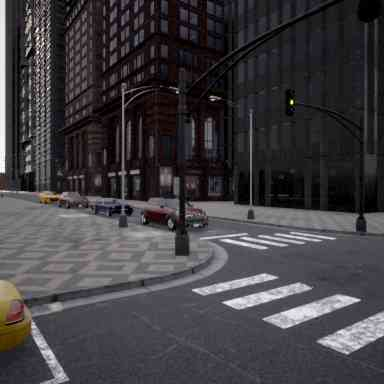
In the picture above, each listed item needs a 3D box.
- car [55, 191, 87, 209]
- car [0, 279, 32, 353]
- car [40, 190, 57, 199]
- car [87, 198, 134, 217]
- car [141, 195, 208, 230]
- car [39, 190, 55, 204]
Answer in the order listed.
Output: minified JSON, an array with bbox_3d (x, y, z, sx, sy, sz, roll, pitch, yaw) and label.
[{"bbox_3d":[-12.213,0.723,34.283,2.097,1.767,4.553,0,1,-36],"label":"car"},{"bbox_3d":[-4.410,1.525,3.503,4.829,1.417,1.752,0,0,-35],"label":"car"},{"bbox_3d":[-24.744,0.465,57.109,1.812,1.442,4.674,0,1,-35],"label":"car"},{"bbox_3d":[-6.342,1.153,26.133,1.895,1.301,4.718,0,1,-36],"label":"car"},{"bbox_3d":[-1.074,1.072,18.829,2.097,1.767,4.553,0,1,-36],"label":"car"},{"bbox_3d":[-18.287,0.668,42.766,1.882,1.535,5.008,0,1,-35],"label":"car"}]
